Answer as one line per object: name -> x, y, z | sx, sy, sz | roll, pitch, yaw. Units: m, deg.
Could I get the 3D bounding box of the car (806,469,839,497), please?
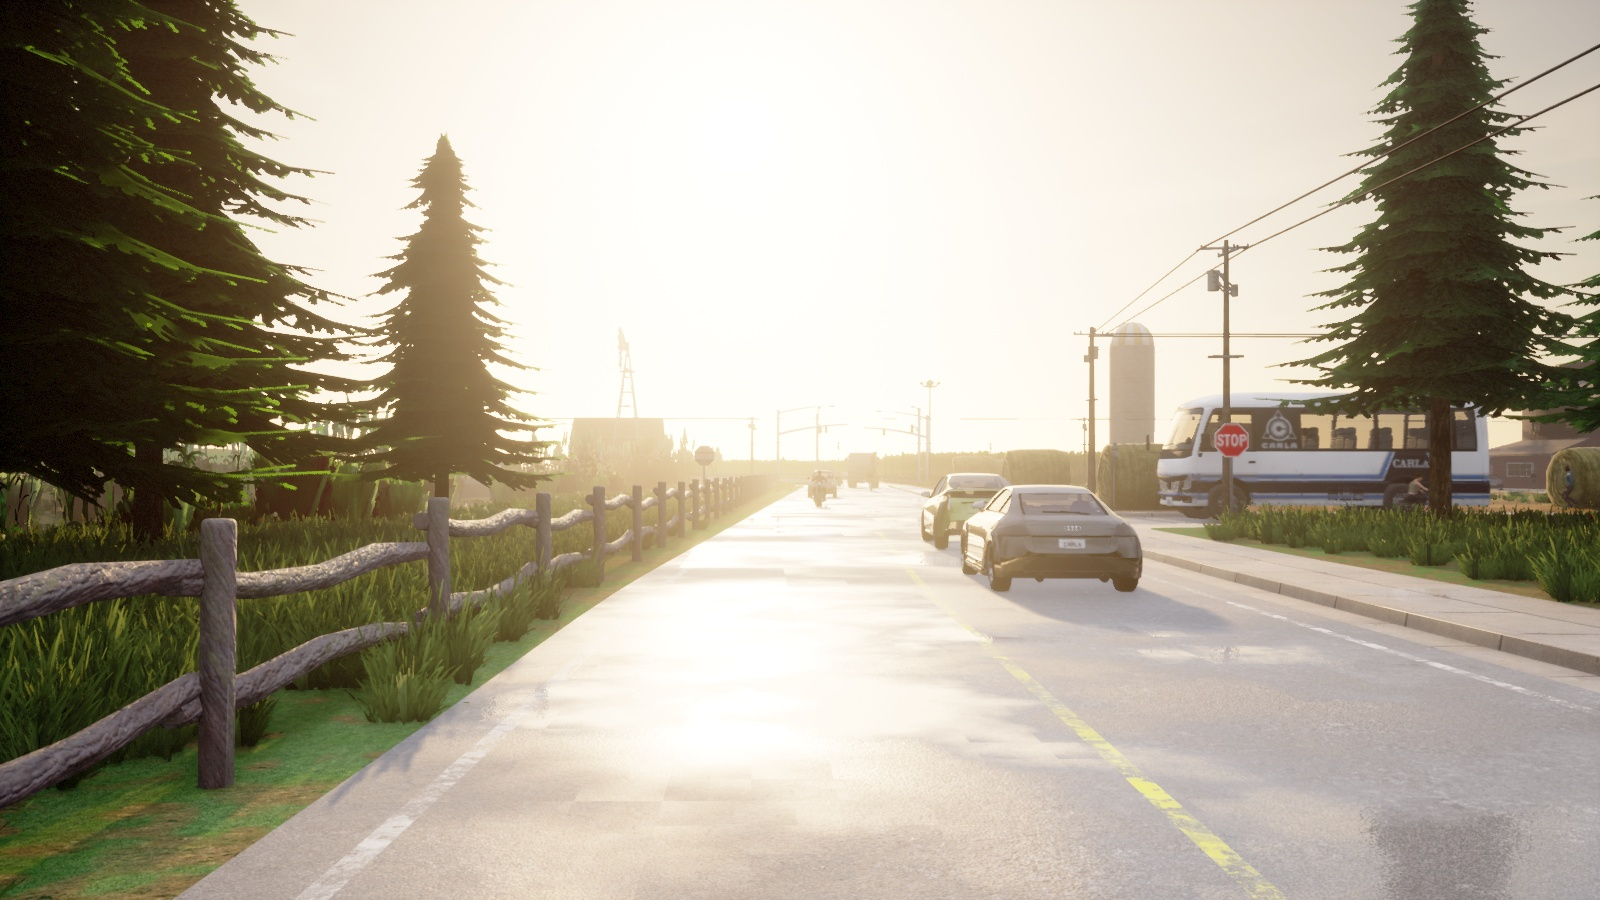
car -> 1.343, 1.938, 73.949 | 1.851, 1.617, 3.988 | 0, -1, 1

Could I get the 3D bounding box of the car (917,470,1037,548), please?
car -> 3.652, 1.185, 26.666 | 2.007, 1.525, 4.514 | 0, -1, 1

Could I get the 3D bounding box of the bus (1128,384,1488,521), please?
bus -> 16.539, 0.095, 41.551 | 10.273, 4.253, 3.944 | 0, -1, -1

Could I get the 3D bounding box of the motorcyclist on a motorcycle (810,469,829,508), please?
motorcyclist on a motorcycle -> 0.857, 1.669, 54.636 | 0.766, 1.649, 2.350 | 0, -1, 1

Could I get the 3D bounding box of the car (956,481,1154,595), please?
car -> 3.461, 1.156, 17.853 | 1.994, 1.385, 4.181 | 0, -1, 1

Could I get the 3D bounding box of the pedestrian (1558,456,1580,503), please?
pedestrian -> 31.668, 1.216, 51.724 | 0.692, 1.930, 0.396 | -1, -1, 23
